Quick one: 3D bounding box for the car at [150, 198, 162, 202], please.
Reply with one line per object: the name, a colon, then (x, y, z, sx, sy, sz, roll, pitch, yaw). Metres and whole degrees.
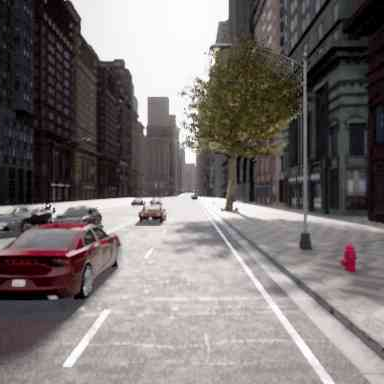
car: (-6.522, 1.773, 60.141, 2.128, 1.511, 4.902, 0, 0, 1)

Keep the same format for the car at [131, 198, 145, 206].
car: (-9.768, 1.845, 60.159, 1.994, 1.385, 4.181, 0, 0, 1)

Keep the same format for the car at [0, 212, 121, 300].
car: (-3.152, 1.517, 8.535, 1.882, 1.535, 5.008, 0, 0, 0)

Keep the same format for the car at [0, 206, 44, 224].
car: (-9.843, 1.581, 19.544, 2.128, 1.511, 4.902, 0, 0, 0)

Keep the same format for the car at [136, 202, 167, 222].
car: (-3.140, 1.727, 27.419, 1.895, 1.301, 4.718, 0, 0, 0)

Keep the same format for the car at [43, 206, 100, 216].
car: (-6.593, 1.594, 19.562, 1.837, 1.490, 4.892, 0, 0, 0)
